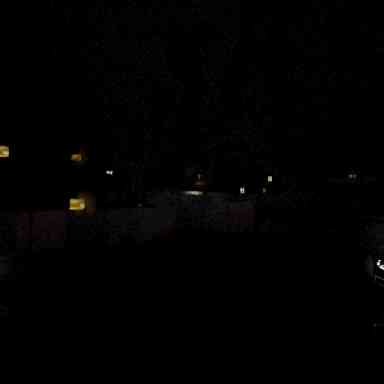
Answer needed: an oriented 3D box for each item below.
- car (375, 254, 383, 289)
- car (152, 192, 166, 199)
[{"bbox_3d":[6.286,1.552,7.958,4.892,1.490,1.837,0,0,-35],"label":"car"},{"bbox_3d":[-6.305,0.645,61.789,1.812,1.442,4.674,1,0,-21],"label":"car"}]
